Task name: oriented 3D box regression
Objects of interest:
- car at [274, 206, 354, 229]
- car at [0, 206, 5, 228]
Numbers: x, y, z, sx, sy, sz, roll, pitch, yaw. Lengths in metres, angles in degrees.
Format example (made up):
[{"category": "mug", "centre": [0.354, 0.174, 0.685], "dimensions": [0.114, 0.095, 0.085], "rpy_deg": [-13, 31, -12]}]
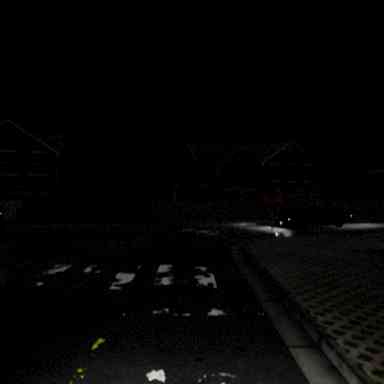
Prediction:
[{"category": "car", "centre": [8.207, 1.623, 22.273], "dimensions": [5.357, 1.411, 2.033], "rpy_deg": [1, 0, -21]}, {"category": "car", "centre": [-11.656, 1.075, 15.062], "dimensions": [5.566, 2.045, 2.150], "rpy_deg": [1, -1, -14]}]
